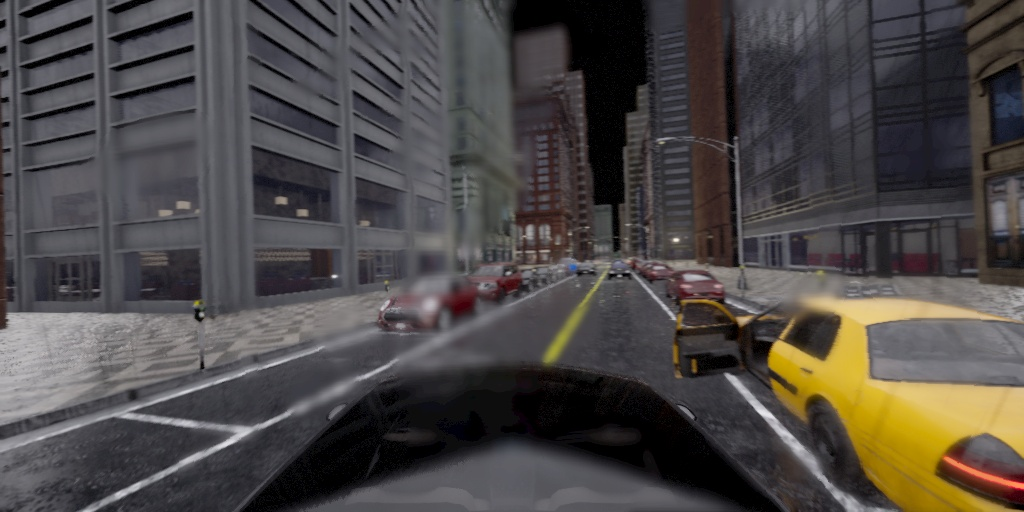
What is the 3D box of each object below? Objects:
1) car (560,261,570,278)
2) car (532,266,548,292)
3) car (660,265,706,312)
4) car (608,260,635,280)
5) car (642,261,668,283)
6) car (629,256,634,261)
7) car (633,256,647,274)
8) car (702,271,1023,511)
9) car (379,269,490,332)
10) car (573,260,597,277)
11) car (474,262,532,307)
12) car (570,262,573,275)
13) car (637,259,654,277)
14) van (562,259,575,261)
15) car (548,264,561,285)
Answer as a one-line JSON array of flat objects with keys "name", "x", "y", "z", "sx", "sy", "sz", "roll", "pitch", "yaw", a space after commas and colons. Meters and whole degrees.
[{"name": "car", "x": 3.878, "y": 1.476, "z": 33.184, "sx": 2.007, "sy": 1.370, "sz": 4.403, "roll": 0, "pitch": 0, "yaw": 16}, {"name": "car", "x": 0.737, "y": 1.494, "z": 22.358, "sx": 1.948, "sy": 1.339, "sz": 4.313, "roll": 0, "pitch": 0, "yaw": 16}, {"name": "car", "x": 7.350, "y": 1.198, "z": 14.577, "sx": 1.802, "sy": 1.307, "sz": 4.207, "roll": 0, "pitch": 0, "yaw": 16}, {"name": "car", "x": 9.261, "y": 1.312, "z": 30.905, "sx": 1.895, "sy": 1.301, "sz": 4.718, "roll": -2, "pitch": -1, "yaw": 17}, {"name": "car", "x": 10.491, "y": 1.194, "z": 25.403, "sx": 1.802, "sy": 1.307, "sz": 4.207, "roll": 0, "pitch": 0, "yaw": 16}, {"name": "car", "x": 16.772, "y": 0.928, "z": 47.054, "sx": 2.192, "sy": 1.841, "sz": 5.009, "roll": 0, "pitch": 0, "yaw": 16}, {"name": "car", "x": 13.631, "y": 1.051, "z": 36.229, "sx": 1.967, "sy": 1.591, "sz": 4.097, "roll": 0, "pitch": 0, "yaw": 16}, {"name": "car", "x": 3.832, "y": 1.093, "z": 4.027, "sx": 1.801, "sy": 1.575, "sz": 5.366, "roll": -2, "pitch": -1, "yaw": 16}, {"name": "car", "x": -2.404, "y": 1.372, "z": 11.530, "sx": 1.967, "sy": 1.591, "sz": 4.097, "roll": 0, "pitch": 0, "yaw": 16}, {"name": "car", "x": 7.715, "y": 1.333, "z": 36.807, "sx": 1.837, "sy": 1.490, "sz": 4.892, "roll": -2, "pitch": -1, "yaw": 17}, {"name": "car", "x": -0.833, "y": 1.245, "z": 16.945, "sx": 2.192, "sy": 1.841, "sz": 5.009, "roll": 0, "pitch": 0, "yaw": 16}, {"name": "car", "x": 5.448, "y": 1.507, "z": 38.598, "sx": 1.802, "sy": 1.307, "sz": 4.207, "roll": 0, "pitch": 0, "yaw": 16}, {"name": "car", "x": 12.061, "y": 1.193, "z": 30.816, "sx": 1.802, "sy": 1.307, "sz": 4.207, "roll": 0, "pitch": 0, "yaw": 16}, {"name": "van", "x": 7.019, "y": 1.266, "z": 44.012, "sx": 1.690, "sy": 1.789, "sz": 3.998, "roll": 0, "pitch": 0, "yaw": 16}, {"name": "car", "x": 2.307, "y": 1.492, "z": 27.771, "sx": 1.948, "sy": 1.339, "sz": 4.313, "roll": 0, "pitch": 0, "yaw": 16}]
